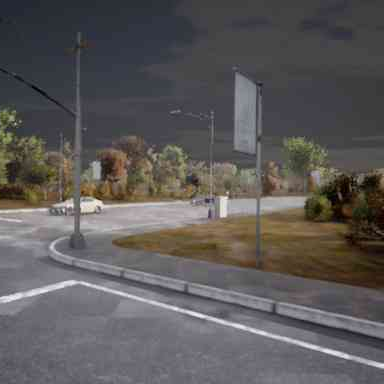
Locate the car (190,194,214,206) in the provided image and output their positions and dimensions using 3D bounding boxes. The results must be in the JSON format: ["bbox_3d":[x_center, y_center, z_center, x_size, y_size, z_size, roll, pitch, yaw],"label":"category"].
[{"bbox_3d":[1.585,1.030,44.351,2.128,1.511,4.902,1,1,32],"label":"car"}]

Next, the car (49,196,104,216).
[{"bbox_3d":[-9.215,1.098,26.895,1.812,1.442,4.674,1,1,32],"label":"car"}]
